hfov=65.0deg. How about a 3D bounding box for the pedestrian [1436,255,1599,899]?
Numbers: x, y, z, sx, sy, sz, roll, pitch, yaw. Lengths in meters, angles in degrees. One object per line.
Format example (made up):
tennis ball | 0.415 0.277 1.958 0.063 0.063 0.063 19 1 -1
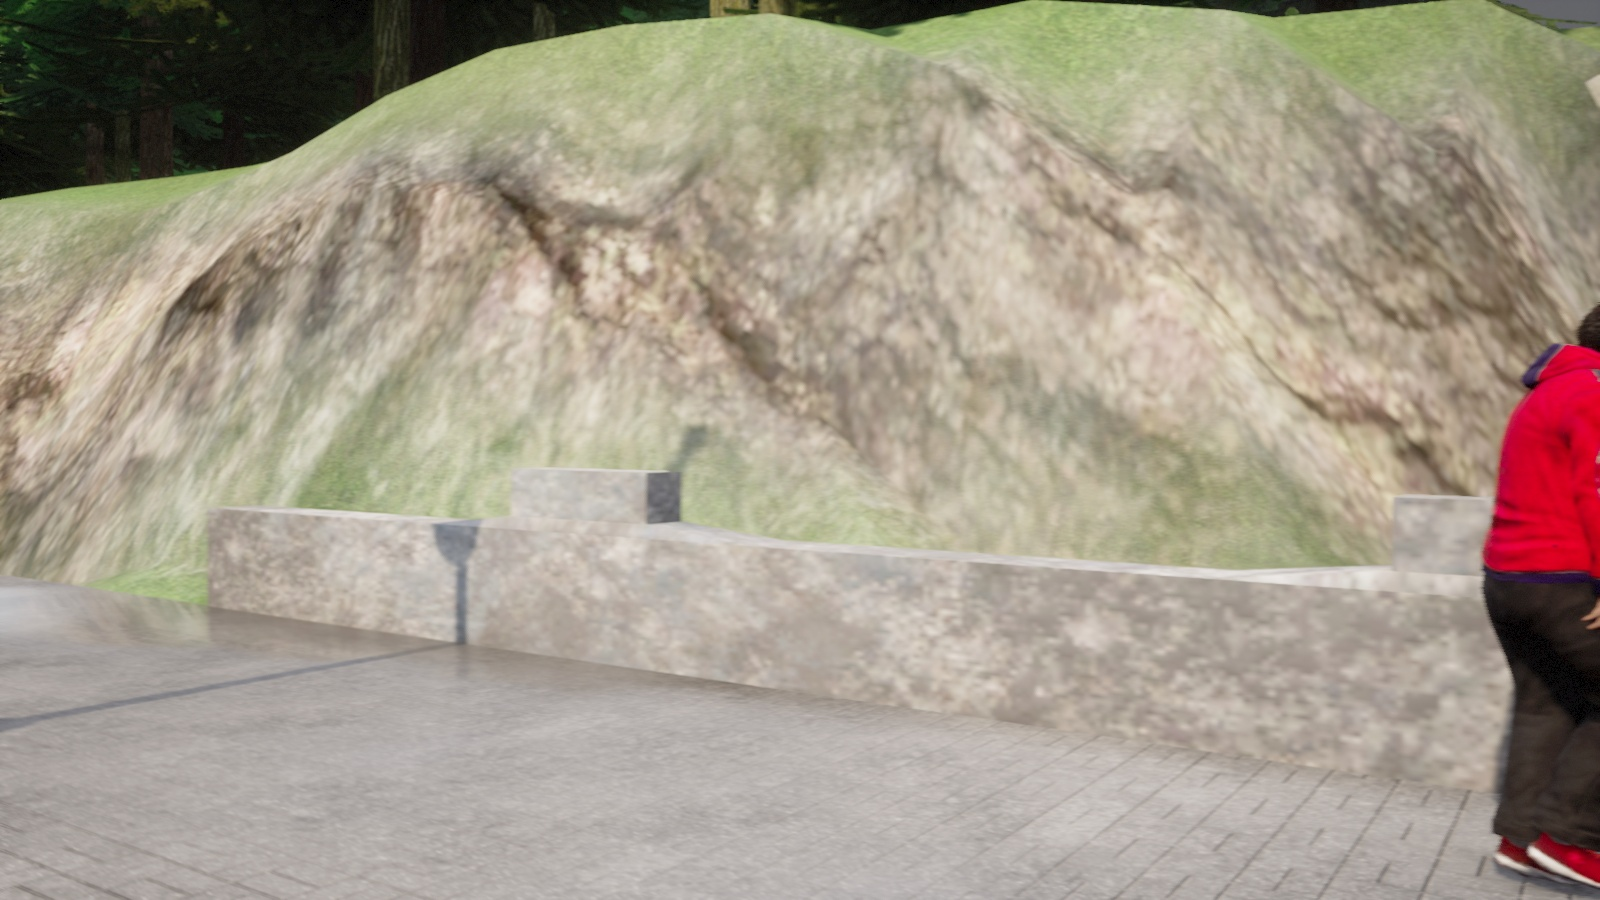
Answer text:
pedestrian | 2.498 0.367 3.808 0.899 1.844 0.634 0 1 14
